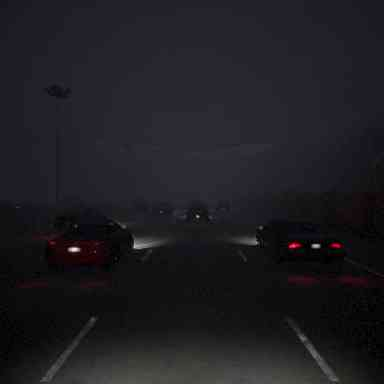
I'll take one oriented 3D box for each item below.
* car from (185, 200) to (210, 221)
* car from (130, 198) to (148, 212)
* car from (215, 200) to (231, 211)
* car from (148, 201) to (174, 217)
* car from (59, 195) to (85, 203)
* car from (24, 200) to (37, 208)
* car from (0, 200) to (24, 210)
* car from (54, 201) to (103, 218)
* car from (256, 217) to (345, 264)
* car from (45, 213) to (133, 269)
[{"bbox_3d":[0.485,1.693,28.878,1.837,1.490,4.892,0,0,1],"label":"car"},{"bbox_3d":[-6.432,1.596,41.998,2.097,1.767,4.553,0,0,0],"label":"car"},{"bbox_3d":[4.074,1.807,44.710,1.837,1.490,4.892,0,0,0],"label":"car"},{"bbox_3d":[-2.939,1.703,34.637,2.128,1.511,4.902,0,0,0],"label":"car"},{"bbox_3d":[-17.099,1.460,47.588,2.150,2.045,5.566,0,0,0],"label":"car"},{"bbox_3d":[-24.096,1.813,47.418,1.895,1.301,4.718,0,0,0],"label":"car"},{"bbox_3d":[-20.609,1.629,35.733,1.882,1.535,5.008,0,0,1],"label":"car"},{"bbox_3d":[-6.660,1.583,20.388,1.882,1.535,5.008,0,0,1],"label":"car"},{"bbox_3d":[3.664,1.640,12.201,2.033,1.411,5.357,0,0,1],"label":"car"},{"bbox_3d":[-3.322,1.626,11.484,1.994,1.385,4.181,0,0,1],"label":"car"}]
